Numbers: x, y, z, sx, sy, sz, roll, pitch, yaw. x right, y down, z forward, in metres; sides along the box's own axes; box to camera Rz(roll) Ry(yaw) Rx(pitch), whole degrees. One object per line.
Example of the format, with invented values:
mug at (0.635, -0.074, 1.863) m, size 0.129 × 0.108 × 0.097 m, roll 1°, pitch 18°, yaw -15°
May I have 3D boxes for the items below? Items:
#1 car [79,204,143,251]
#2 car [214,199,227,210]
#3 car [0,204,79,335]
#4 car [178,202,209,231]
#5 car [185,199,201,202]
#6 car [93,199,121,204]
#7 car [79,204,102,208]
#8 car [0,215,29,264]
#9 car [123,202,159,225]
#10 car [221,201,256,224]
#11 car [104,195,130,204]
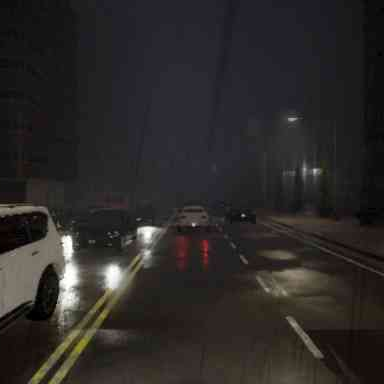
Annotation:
car at (-3.575, 1.512, 14.428) m, size 1.882 × 1.535 × 5.008 m, roll 0°, pitch 0°, yaw 0°
car at (4.132, 1.672, 44.846) m, size 1.994 × 1.385 × 4.181 m, roll 0°, pitch 0°, yaw 10°
car at (-3.589, 1.233, 4.421) m, size 2.150 × 2.045 × 5.566 m, roll 0°, pitch 0°, yaw 0°
car at (0.094, 1.575, 20.689) m, size 1.812 × 1.442 × 4.674 m, roll 0°, pitch 0°, yaw 0°
car at (0.087, 1.579, 42.487) m, size 1.882 × 1.535 × 5.008 m, roll 0°, pitch 0°, yaw 0°
car at (-7.007, 1.575, 24.789) m, size 1.882 × 1.535 × 5.008 m, roll 0°, pitch 0°, yaw 0°
car at (-7.041, 1.611, 19.623) m, size 1.994 × 1.385 × 4.181 m, roll 0°, pitch 0°, yaw 1°
car at (-7.089, 1.571, 9.704) m, size 2.033 × 1.411 × 5.357 m, roll 0°, pitch 0°, yaw 0°
car at (-3.507, 1.622, 24.265) m, size 1.994 × 1.385 × 4.181 m, roll 0°, pitch 0°, yaw 0°
car at (3.593, 1.624, 25.312) m, size 1.994 × 1.385 × 4.181 m, roll 0°, pitch 0°, yaw 0°
car at (-7.009, 1.294, 30.351) m, size 2.150 × 2.045 × 5.566 m, roll 0°, pitch 0°, yaw 0°
